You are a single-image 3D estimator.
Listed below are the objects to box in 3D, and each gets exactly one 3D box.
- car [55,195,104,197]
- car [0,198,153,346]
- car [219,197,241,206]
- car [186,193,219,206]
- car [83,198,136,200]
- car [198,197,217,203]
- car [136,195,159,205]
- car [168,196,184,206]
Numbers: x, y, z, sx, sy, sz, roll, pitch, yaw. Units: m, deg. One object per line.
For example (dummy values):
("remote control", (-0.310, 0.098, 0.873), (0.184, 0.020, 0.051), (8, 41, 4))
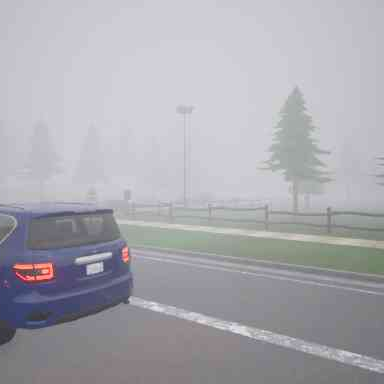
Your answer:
("car", (-13.414, 1.491, 39.629), (2.128, 1.511, 4.902), (0, 0, 35))
("car", (-3.598, 1.221, 6.501), (5.566, 2.045, 2.150), (0, 0, 36))
("car", (6.346, 1.548, 55.623), (2.033, 1.411, 5.357), (0, 0, 35))
("car", (1.632, 1.221, 55.015), (2.150, 2.045, 5.566), (0, 0, 35))
("car", (-8.492, 1.504, 34.454), (1.837, 1.490, 4.892), (0, 0, 35))
("car", (3.294, 1.643, 69.447), (1.895, 1.301, 4.718), (0, 0, 35))
("car", (-7.531, 1.352, 54.134), (2.097, 1.767, 4.553), (0, 0, 35))
("car", (-2.073, 1.477, 55.824), (1.882, 1.535, 5.008), (0, 0, 35))
